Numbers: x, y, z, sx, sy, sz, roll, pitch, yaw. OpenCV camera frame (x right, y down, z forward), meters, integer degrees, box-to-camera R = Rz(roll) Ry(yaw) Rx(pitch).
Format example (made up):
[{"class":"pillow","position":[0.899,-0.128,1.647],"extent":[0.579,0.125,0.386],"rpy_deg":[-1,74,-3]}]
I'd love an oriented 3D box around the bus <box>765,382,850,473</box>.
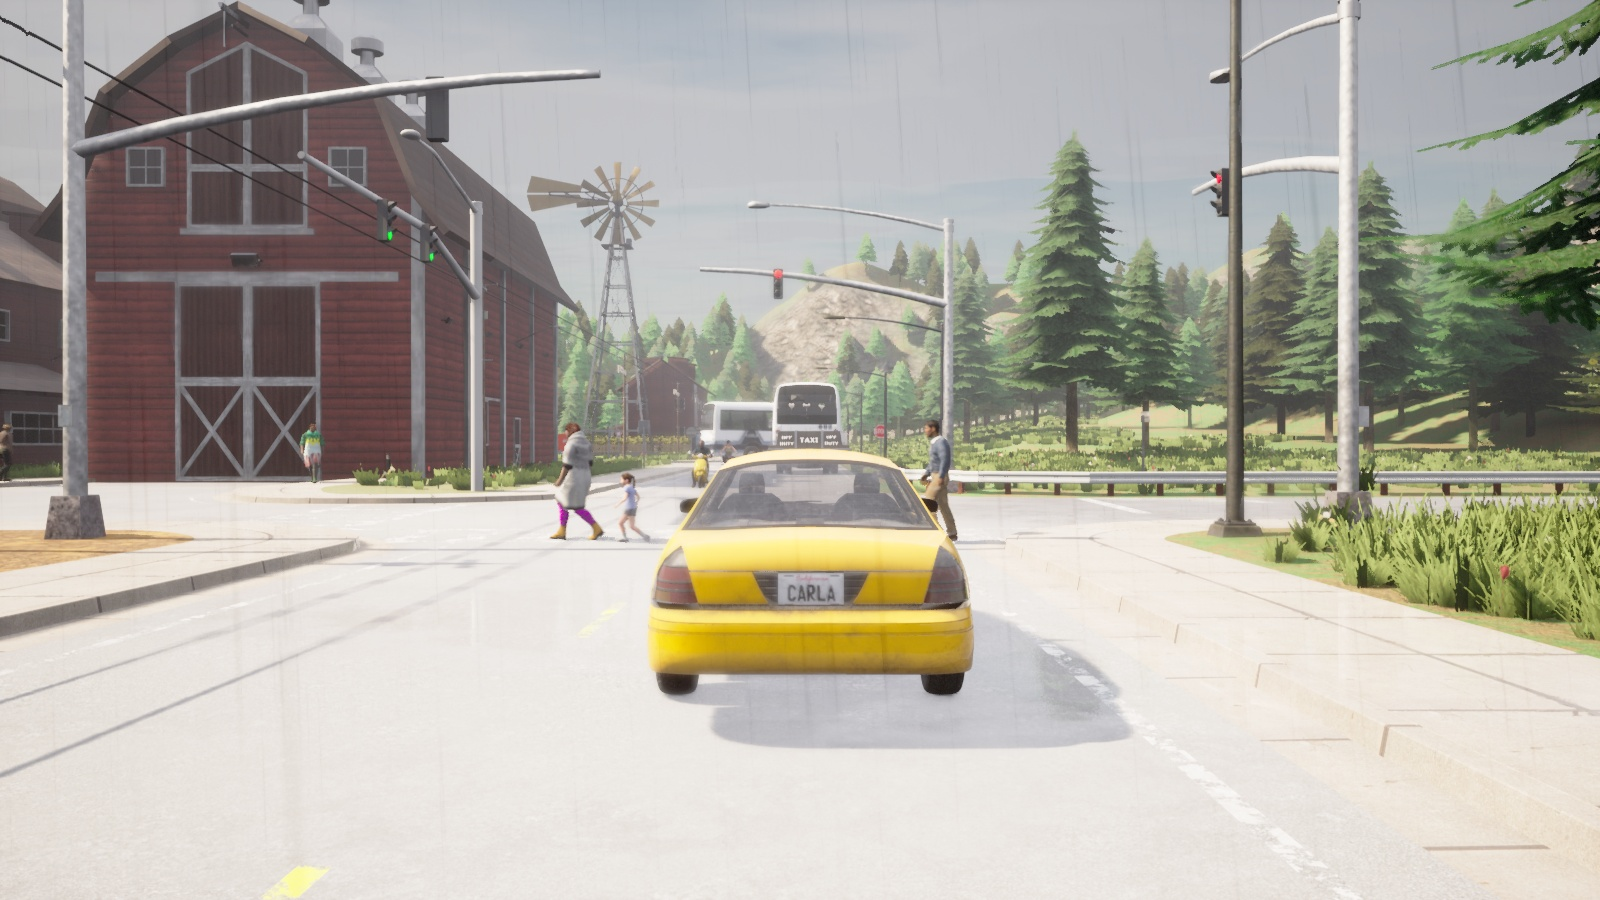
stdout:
[{"class":"bus","position":[0.361,-0.991,63.572],"extent":[3.944,4.253,10.273],"rpy_deg":[0,-1,0]}]

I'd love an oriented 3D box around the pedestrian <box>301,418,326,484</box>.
[{"class":"pedestrian","position":[-14.535,0.034,37.549],"extent":[0.659,1.952,0.873],"rpy_deg":[0,0,-20]}]

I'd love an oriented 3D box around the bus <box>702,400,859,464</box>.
[{"class":"bus","position":[-1.370,-1.155,88.368],"extent":[10.273,4.253,3.944],"rpy_deg":[1,-1,-22]}]

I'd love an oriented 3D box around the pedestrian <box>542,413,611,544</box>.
[{"class":"pedestrian","position":[-3.387,0.421,19.103],"extent":[0.873,1.952,0.659],"rpy_deg":[0,0,8]}]

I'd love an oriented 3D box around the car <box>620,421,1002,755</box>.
[{"class":"car","position":[0.063,0.637,8.603],"extent":[1.801,1.575,5.366],"rpy_deg":[0,0,0]}]

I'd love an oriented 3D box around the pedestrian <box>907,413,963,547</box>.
[{"class":"pedestrian","position":[1.990,0.438,18.520],"extent":[0.788,1.949,0.423],"rpy_deg":[0,0,2]}]

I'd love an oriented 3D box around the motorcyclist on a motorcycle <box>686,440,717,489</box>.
[{"class":"motorcyclist on a motorcycle","position":[-3.259,0.461,41.690],"extent":[0.866,1.590,1.817],"rpy_deg":[0,0,0]}]

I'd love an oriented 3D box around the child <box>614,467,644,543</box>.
[{"class":"child","position":[-2.539,0.813,18.653],"extent":[0.394,1.110,0.255],"rpy_deg":[0,0,2]}]

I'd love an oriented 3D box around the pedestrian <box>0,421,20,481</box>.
[{"class":"pedestrian","position":[-24.616,0.021,38.980],"extent":[0.331,1.846,0.634],"rpy_deg":[0,0,22]}]
